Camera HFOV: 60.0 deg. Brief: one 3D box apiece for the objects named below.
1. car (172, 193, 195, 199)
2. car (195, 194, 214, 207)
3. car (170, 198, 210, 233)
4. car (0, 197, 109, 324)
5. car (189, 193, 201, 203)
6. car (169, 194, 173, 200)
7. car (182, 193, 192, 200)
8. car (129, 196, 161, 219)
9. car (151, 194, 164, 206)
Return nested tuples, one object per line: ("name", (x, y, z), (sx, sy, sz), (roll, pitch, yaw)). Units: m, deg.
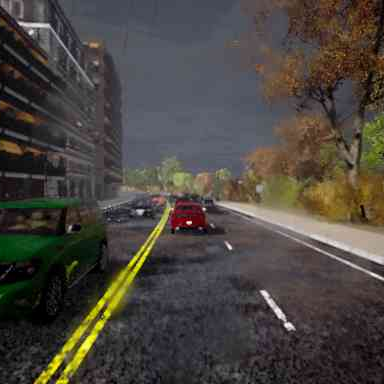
("car", (-1.007, 1.233, 37.610), (1.882, 1.535, 5.008), (0, 0, -3))
("car", (1.830, 1.199, 44.381), (2.128, 1.511, 4.902), (0, 0, -4))
("car", (-0.219, 1.357, 18.969), (1.882, 1.535, 5.008), (0, 0, -2))
("car", (-3.418, 1.176, 7.388), (2.150, 2.045, 5.566), (0, 0, -1))
("car", (0.520, 1.070, 60.666), (1.882, 1.535, 5.008), (0, 1, -5))
("car", (-4.092, 1.041, 74.019), (2.033, 1.411, 5.357), (0, 0, -6))
("car", (-1.248, 0.970, 77.825), (1.837, 1.490, 4.892), (0, 0, -7))
("car", (-3.958, 1.318, 27.328), (2.128, 1.511, 4.902), (0, 0, -2))
("car", (-5.035, 1.044, 47.039), (2.097, 1.767, 4.553), (0, 1, -4))
